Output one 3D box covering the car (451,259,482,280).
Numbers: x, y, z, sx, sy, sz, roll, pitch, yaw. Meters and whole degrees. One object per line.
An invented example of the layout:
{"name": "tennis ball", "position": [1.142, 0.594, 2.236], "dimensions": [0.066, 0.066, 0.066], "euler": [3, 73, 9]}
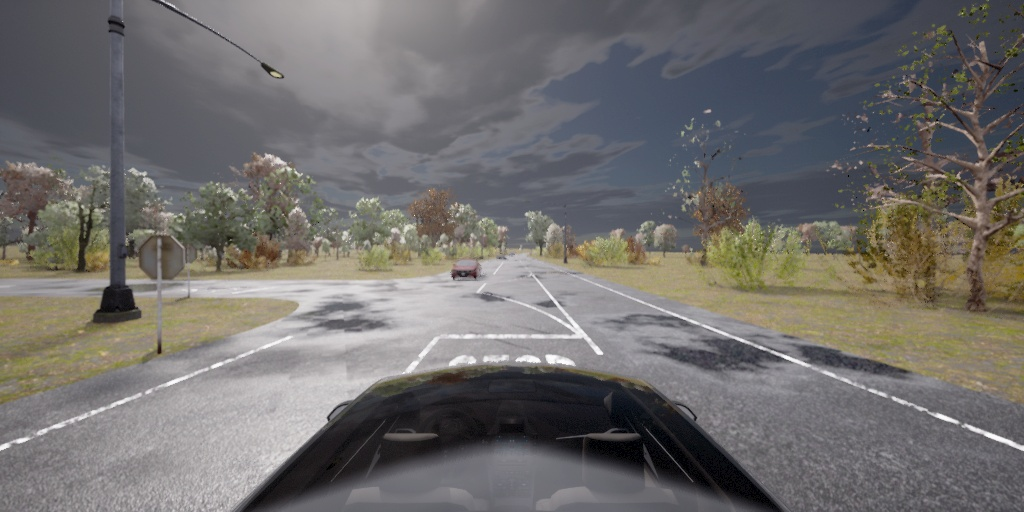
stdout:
{"name": "car", "position": [-3.428, 0.952, 27.687], "dimensions": [1.882, 1.535, 5.008], "euler": [0, 1, 0]}
